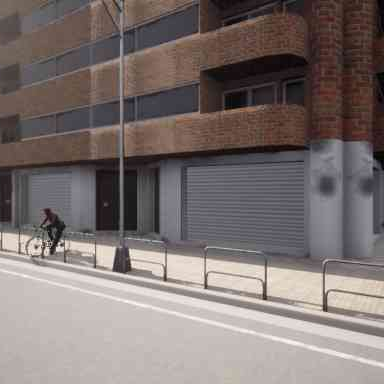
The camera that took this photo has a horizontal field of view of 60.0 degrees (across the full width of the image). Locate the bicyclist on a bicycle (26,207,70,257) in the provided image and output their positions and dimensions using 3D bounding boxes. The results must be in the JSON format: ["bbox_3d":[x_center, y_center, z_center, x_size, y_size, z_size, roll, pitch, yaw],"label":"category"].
[{"bbox_3d":[-4.749,1.338,11.132,0.582,1.620,1.656,0,-4,33],"label":"bicyclist on a bicycle"}]
